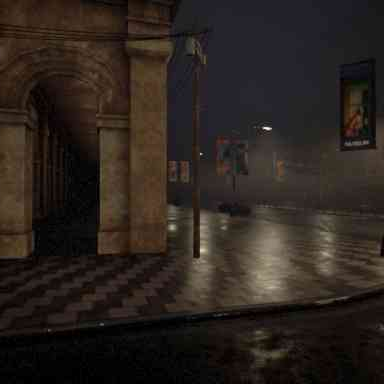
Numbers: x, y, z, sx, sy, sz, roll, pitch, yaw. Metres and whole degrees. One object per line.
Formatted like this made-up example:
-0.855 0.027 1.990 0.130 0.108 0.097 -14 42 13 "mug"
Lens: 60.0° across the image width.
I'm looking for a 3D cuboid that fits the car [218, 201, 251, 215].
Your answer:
4.224 1.595 33.572 1.895 1.301 4.718 0 0 -15 "car"
